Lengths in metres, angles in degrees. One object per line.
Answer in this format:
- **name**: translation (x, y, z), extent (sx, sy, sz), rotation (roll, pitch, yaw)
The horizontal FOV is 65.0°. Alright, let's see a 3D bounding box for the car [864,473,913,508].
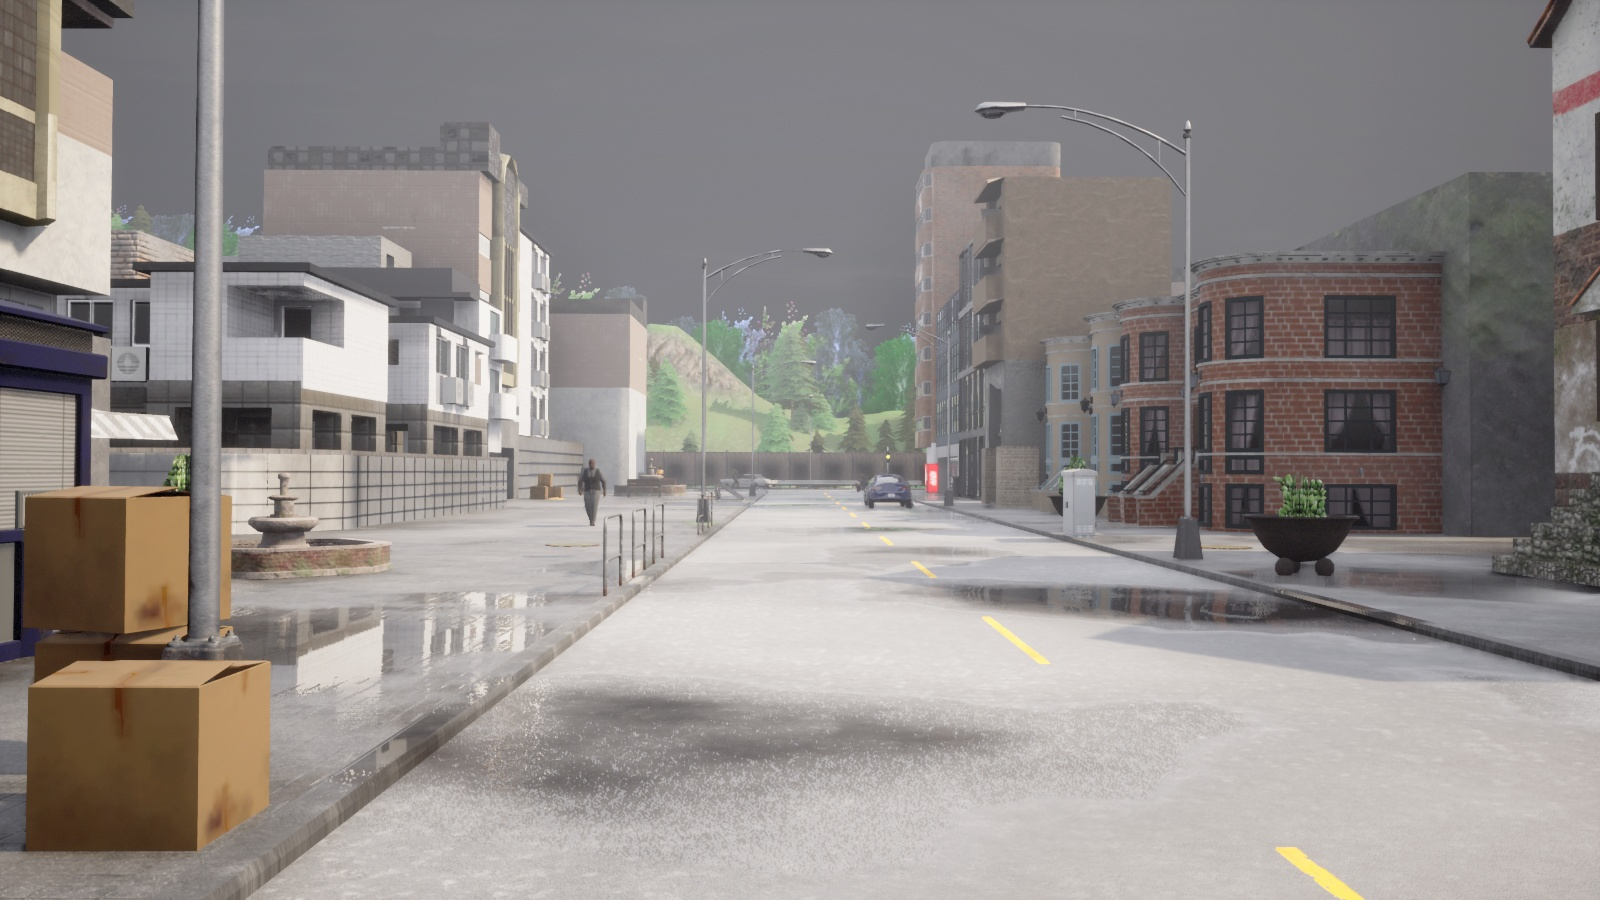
- **car**: translation (3.822, 1.744, 54.847), extent (1.812, 1.442, 4.674), rotation (0, -1, 0)
